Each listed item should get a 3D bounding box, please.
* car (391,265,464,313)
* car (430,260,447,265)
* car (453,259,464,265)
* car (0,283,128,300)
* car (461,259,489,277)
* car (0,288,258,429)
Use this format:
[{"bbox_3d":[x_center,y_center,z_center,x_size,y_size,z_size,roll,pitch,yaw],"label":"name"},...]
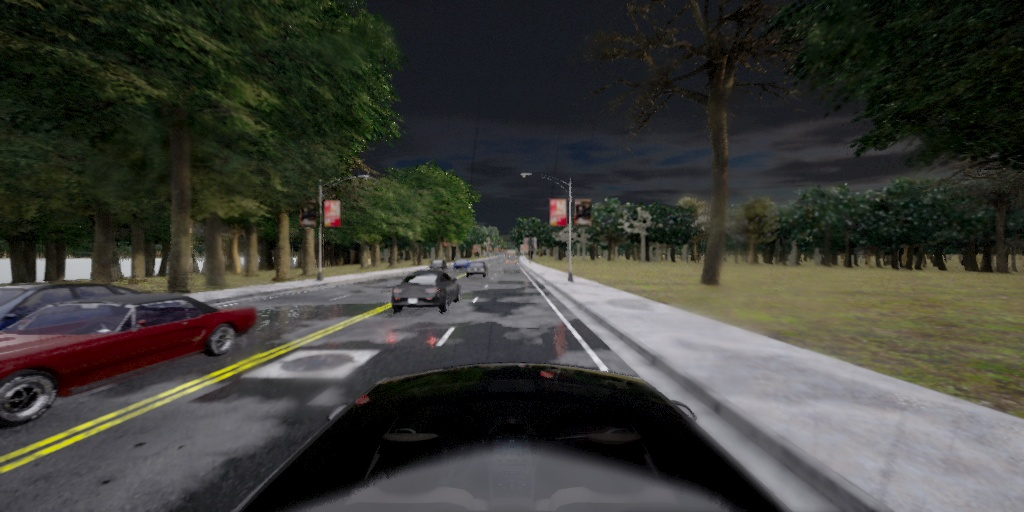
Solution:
[{"bbox_3d":[-3.154,1.258,13.713,1.812,1.442,4.674,0,0,0],"label":"car"},{"bbox_3d":[-9.972,1.219,48.730,1.812,1.442,4.674,0,0,0],"label":"car"},{"bbox_3d":[-6.722,1.171,48.298,1.882,1.535,5.008,0,0,0],"label":"car"},{"bbox_3d":[-9.855,1.290,7.397,2.033,1.411,5.357,0,0,0],"label":"car"},{"bbox_3d":[-3.243,1.254,34.207,2.033,1.411,5.357,0,0,0],"label":"car"},{"bbox_3d":[-6.603,1.346,5.744,1.895,1.301,4.718,0,0,0],"label":"car"}]
